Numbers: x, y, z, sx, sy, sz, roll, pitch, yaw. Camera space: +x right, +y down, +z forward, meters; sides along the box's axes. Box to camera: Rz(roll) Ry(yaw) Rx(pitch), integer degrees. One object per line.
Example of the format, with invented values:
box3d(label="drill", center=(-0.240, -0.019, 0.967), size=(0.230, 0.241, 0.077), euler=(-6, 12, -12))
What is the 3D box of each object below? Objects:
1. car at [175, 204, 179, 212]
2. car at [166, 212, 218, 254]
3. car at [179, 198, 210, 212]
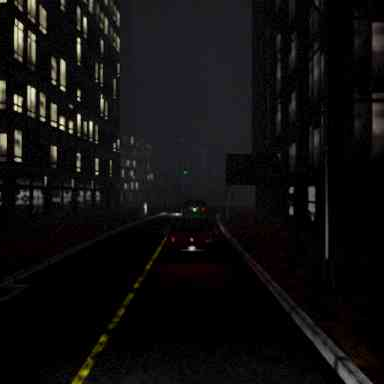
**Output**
box3d(label="car", center=(-0.988, 2.059, 44.820), size=(2.033, 1.411, 5.357), euler=(0, -1, 7))
box3d(label="car", center=(0.004, 1.744, 14.107), size=(1.895, 1.301, 4.718), euler=(0, -1, 0))
box3d(label="car", center=(0.365, 1.532, 28.954), size=(2.150, 2.045, 5.566), euler=(0, -1, 3))
